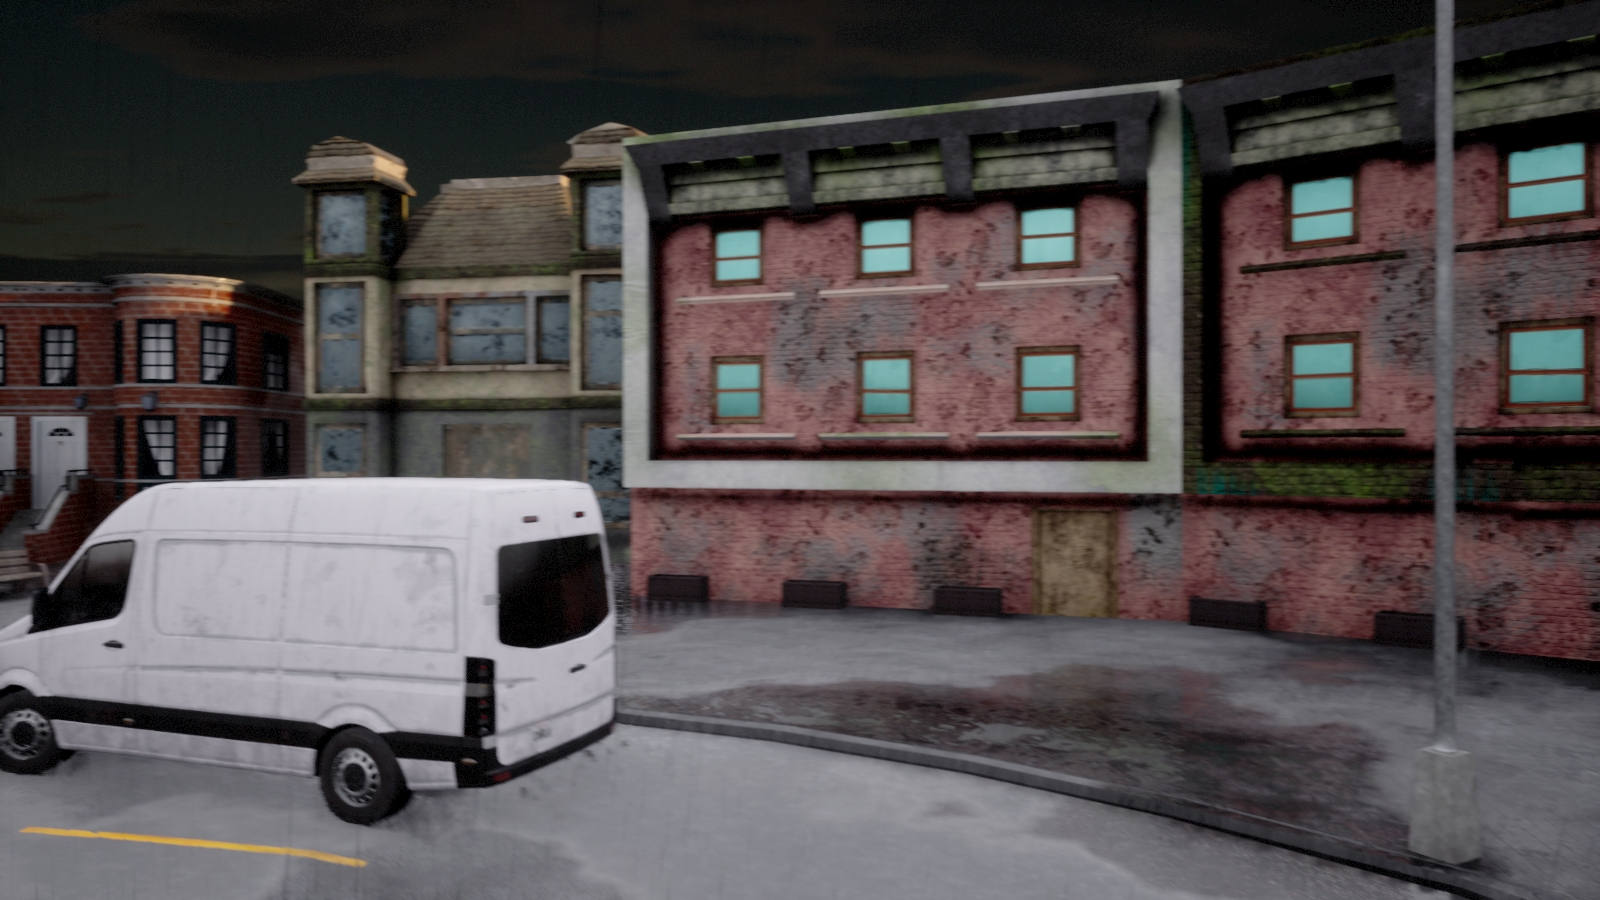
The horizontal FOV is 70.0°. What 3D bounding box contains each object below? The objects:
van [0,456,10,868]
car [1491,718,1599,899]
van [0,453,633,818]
[{"bbox_3d":[-8.043,1.320,6.693,5.915,2.561,1.988,0,0,10],"label":"van"},{"bbox_3d":[3.902,1.808,1.978,2.097,1.535,5.006,0,0,-5],"label":"car"},{"bbox_3d":[-4.566,1.314,10.048,5.915,2.561,1.988,0,0,21],"label":"van"}]
